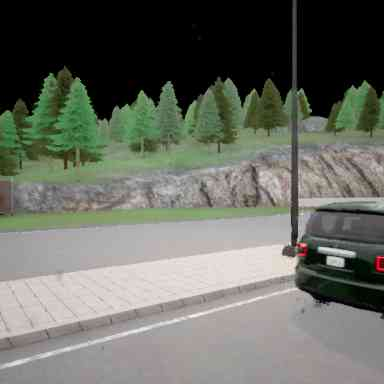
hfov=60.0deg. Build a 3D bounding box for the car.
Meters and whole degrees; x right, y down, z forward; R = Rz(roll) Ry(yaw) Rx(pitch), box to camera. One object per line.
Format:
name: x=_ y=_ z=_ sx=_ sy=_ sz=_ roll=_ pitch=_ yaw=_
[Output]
car: x=4.512 y=1.221 z=6.960 sx=5.566 sy=2.045 sz=2.150 roll=0 pitch=0 yaw=-35
